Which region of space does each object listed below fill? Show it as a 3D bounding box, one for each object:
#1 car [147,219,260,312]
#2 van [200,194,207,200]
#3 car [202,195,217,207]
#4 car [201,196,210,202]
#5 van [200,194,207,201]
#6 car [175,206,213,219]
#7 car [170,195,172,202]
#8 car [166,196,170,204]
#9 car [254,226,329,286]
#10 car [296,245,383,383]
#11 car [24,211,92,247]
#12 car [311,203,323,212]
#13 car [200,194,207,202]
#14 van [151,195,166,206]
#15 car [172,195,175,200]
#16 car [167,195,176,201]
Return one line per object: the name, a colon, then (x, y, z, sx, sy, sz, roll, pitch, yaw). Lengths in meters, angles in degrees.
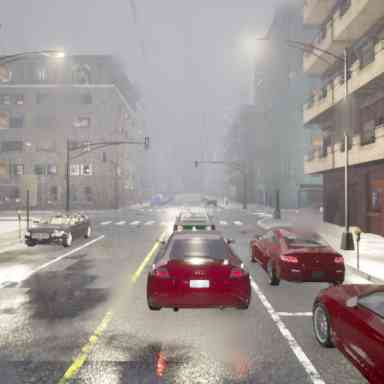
car: (0.104, 1.565, 7.800, 1.994, 1.385, 4.181, 0, 0, -1)
van: (3.100, 1.341, 92.470, 1.690, 1.788, 3.998, 1, 0, 0)
car: (2.951, 1.553, 51.202, 2.008, 1.369, 4.403, 1, 0, 0)
car: (2.992, 1.583, 75.459, 1.802, 1.307, 4.206, 1, 0, 0)
van: (3.065, 1.341, 86.800, 1.690, 1.788, 3.998, 1, 0, 0)
car: (0.098, 1.603, 16.618, 1.895, 1.301, 4.718, 0, 0, 0)
car: (-5.455, 1.442, 64.194, 1.967, 1.590, 4.097, 1, 0, 0)
car: (-5.492, 1.568, 58.524, 1.947, 1.339, 4.313, 1, 0, 0)
car: (2.665, 1.583, 9.079, 1.802, 1.307, 4.206, 1, 0, 0)
car: (2.667, 1.583, 3.408, 1.802, 1.307, 4.206, 1, 0, 0)
car: (-5.774, 1.553, 14.816, 2.008, 1.369, 4.403, 1, 0, 0)
car: (15.538, 1.514, 36.977, 4.507, 1.381, 1.887, 0, -1, 1)
car: (2.958, 1.552, 69.789, 2.008, 1.369, 4.403, 1, 0, 0)
van: (-5.598, 1.344, 52.861, 1.690, 1.788, 3.998, 1, 0, 0)
car: (-5.387, 1.568, 75.536, 1.947, 1.339, 4.313, 1, 0, 0)
car: (-5.318, 1.546, 86.876, 1.887, 1.381, 4.507, 1, 0, 0)
